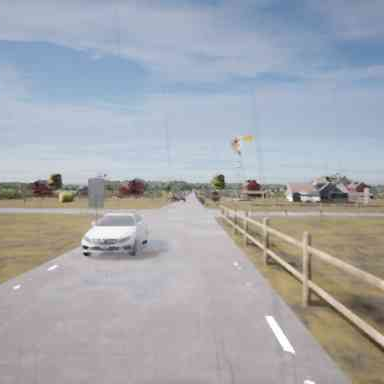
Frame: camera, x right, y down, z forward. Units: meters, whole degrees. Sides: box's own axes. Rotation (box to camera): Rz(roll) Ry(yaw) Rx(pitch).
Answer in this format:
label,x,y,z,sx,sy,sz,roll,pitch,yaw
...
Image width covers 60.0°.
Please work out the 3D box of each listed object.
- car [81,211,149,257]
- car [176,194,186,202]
label,x,y,z,sx,sy,sz,roll,pitch,yaw
car,-2.834,1.525,13.143,1.812,1.442,4.674,0,0,0
car,-2.711,1.528,83.261,2.150,2.045,5.566,0,0,0
